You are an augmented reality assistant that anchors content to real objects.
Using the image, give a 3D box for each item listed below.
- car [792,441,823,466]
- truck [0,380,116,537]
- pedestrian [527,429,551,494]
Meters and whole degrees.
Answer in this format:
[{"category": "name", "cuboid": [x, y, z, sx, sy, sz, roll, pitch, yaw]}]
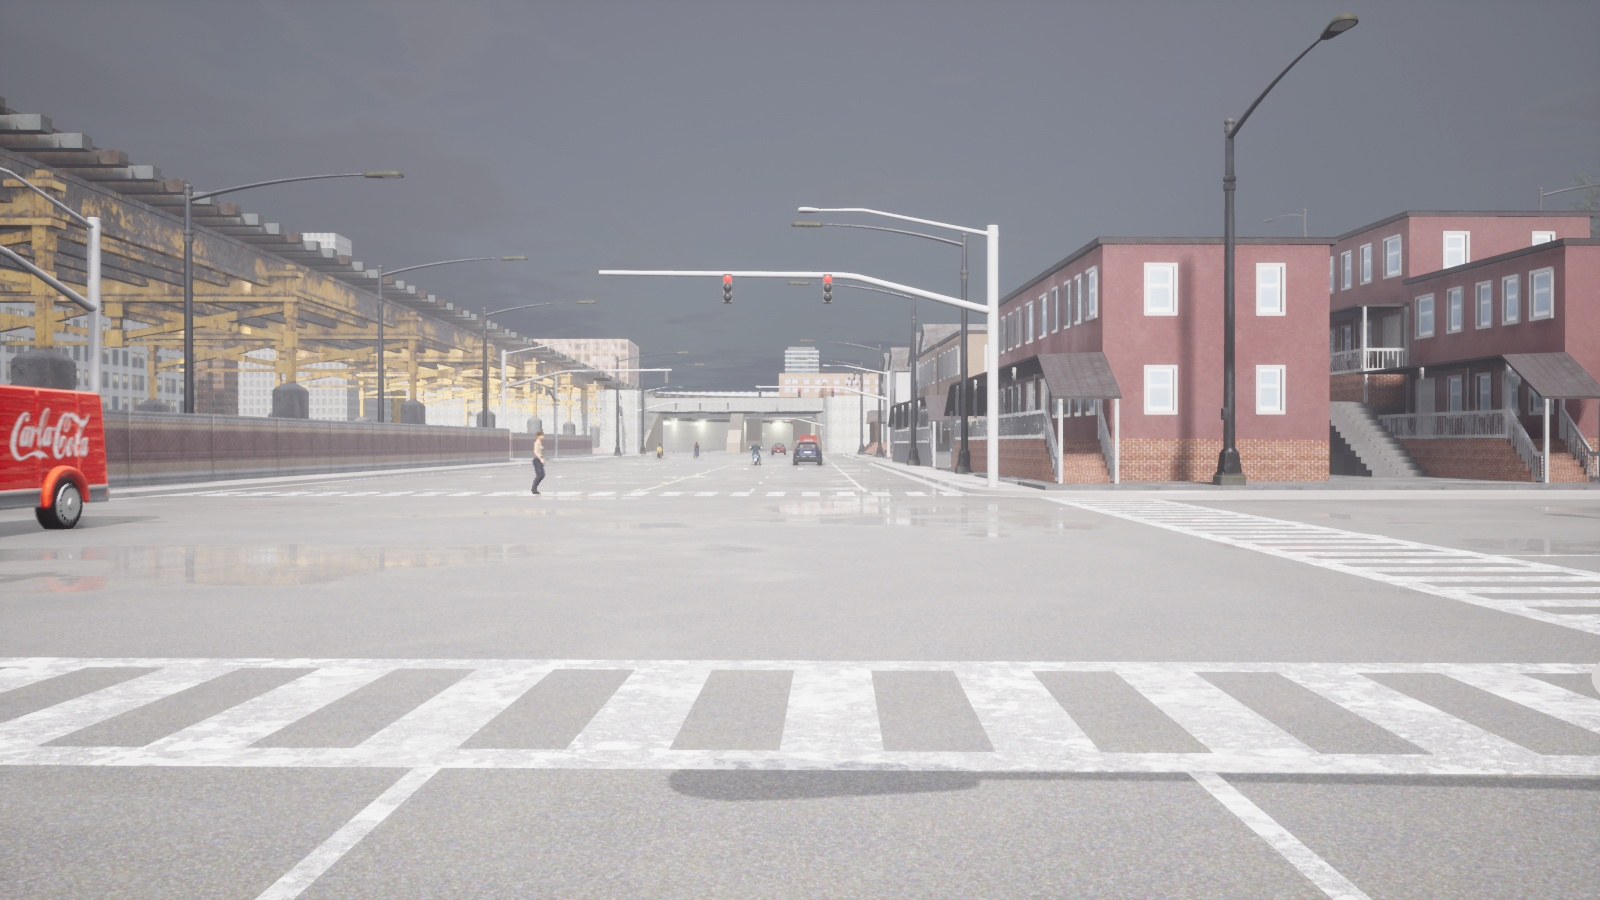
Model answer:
[{"category": "car", "cuboid": [0.515, 0.201, 84.301, 2.033, 1.649, 4.856, 0, 0, 0]}, {"category": "truck", "cuboid": [-13.864, 0.133, 20.398, 2.627, 2.467, 5.204, 0, 0, 0]}, {"category": "pedestrian", "cuboid": [-7.460, 0.323, 35.915, 0.594, 1.836, 0.345, 0, 0, 4]}]
